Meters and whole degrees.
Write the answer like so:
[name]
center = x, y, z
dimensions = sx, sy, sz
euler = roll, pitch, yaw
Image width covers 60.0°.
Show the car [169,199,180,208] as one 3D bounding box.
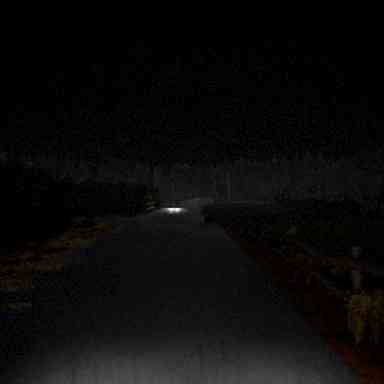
[car]
center = -3.109, 2.020, 59.193
dimensions = 2.128, 1.511, 4.902
euler = 0, -1, 0
